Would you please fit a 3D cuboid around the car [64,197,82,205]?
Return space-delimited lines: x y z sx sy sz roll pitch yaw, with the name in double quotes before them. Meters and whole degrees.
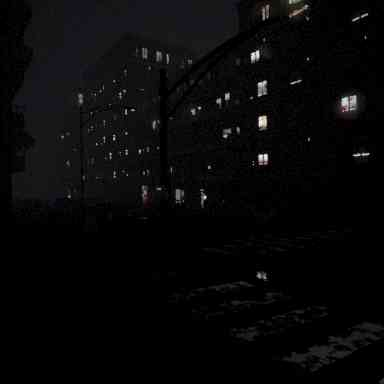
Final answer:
"car" -21.584 1.645 60.307 2.008 1.369 4.403 -1 1 -36

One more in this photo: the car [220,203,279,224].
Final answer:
"car" 4.069 1.498 24.431 1.752 1.417 4.829 -1 1 -36

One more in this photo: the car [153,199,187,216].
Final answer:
"car" -2.271 1.441 33.295 1.967 1.590 4.097 -1 1 -36

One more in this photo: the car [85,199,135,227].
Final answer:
"car" -5.869 1.553 23.921 1.967 1.590 4.097 -1 1 -36

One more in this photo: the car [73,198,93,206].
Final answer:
"car" -18.365 1.643 55.805 1.947 1.339 4.313 -1 1 -36

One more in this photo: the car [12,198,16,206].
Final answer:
"car" -31.619 1.782 59.935 1.887 1.381 4.507 -1 1 -36

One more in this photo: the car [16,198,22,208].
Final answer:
"car" -25.181 1.769 50.932 1.947 1.339 4.313 -1 1 -36

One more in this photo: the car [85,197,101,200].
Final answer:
"car" -15.147 1.502 51.302 1.967 1.590 4.097 -1 1 -36

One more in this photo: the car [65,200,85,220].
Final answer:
"car" -8.987 1.652 28.284 1.752 1.417 4.829 -1 1 -36

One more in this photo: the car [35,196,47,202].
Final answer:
"car" -37.678 1.728 82.816 1.887 1.381 4.507 -1 1 -36

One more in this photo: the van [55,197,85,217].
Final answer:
"van" -12.308 1.483 32.922 1.690 1.788 3.998 -1 1 -36

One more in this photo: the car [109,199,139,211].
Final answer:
"car" -8.708 1.581 42.299 2.008 1.369 4.403 -1 1 -36

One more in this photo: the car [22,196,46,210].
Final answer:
"car" -21.964 1.628 46.429 1.967 1.590 4.097 -1 1 -36
